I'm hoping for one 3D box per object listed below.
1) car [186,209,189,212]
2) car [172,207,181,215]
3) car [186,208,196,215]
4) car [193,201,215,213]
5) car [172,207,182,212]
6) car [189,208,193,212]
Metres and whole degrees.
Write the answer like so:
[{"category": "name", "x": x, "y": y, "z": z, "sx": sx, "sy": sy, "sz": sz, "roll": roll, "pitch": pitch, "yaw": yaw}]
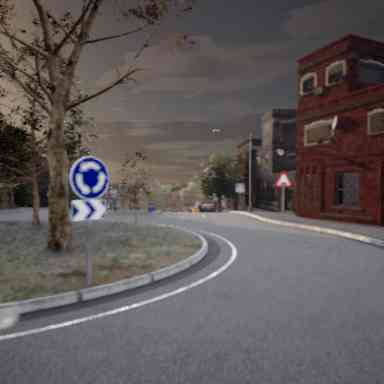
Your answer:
[{"category": "car", "x": 0.354, "y": 3.760, "z": 64.366, "sx": 1.882, "sy": 1.535, "sz": 5.008, "roll": 0, "pitch": -5, "yaw": -3}, {"category": "car", "x": -3.488, "y": 4.291, "z": 74.613, "sx": 2.097, "sy": 1.767, "sz": 4.553, "roll": 0, "pitch": -5, "yaw": -3}, {"category": "car", "x": -0.245, "y": 4.486, "z": 74.814, "sx": 1.812, "sy": 1.442, "sz": 4.674, "roll": 0, "pitch": -5, "yaw": -3}, {"category": "car", "x": 1.727, "y": 1.884, "z": 41.340, "sx": 2.128, "sy": 1.511, "sz": 4.902, "roll": 0, "pitch": -6, "yaw": -3}, {"category": "car", "x": -2.825, "y": 3.738, "z": 63.873, "sx": 1.837, "sy": 1.490, "sz": 4.892, "roll": 0, "pitch": -5, "yaw": -3}, {"category": "car", "x": 0.997, "y": 2.875, "z": 53.448, "sx": 1.882, "sy": 1.535, "sz": 5.008, "roll": 0, "pitch": -4, "yaw": -3}]
